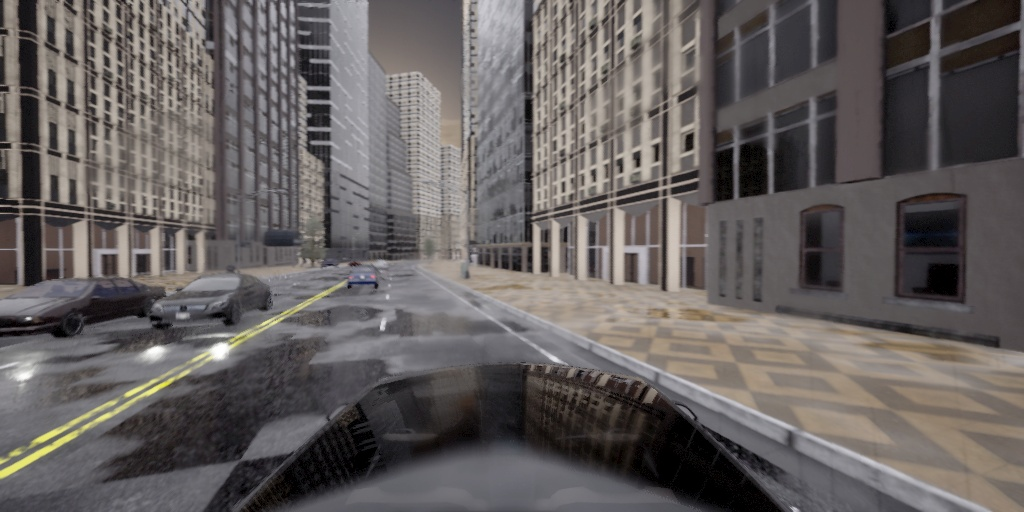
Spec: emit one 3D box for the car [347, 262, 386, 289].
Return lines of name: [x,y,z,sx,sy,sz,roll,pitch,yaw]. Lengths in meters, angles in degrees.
car: [-9.702,1.317,23.770,2.033,1.411,5.357,0,0,-18]

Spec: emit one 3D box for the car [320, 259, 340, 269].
car: [-24.975,1.062,49.257,1.895,1.301,4.718,0,0,-18]

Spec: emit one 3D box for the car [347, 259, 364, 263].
car: [-21.885,1.008,50.266,1.895,1.301,4.718,0,0,-18]

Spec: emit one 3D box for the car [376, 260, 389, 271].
car: [-18.398,1.308,50.402,1.812,1.442,4.674,0,0,-18]

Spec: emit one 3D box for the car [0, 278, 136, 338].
car: [-12.347,1.343,10.286,2.033,1.411,5.357,0,0,-18]

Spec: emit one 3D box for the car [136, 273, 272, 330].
car: [-9.361,1.307,11.627,1.812,1.442,4.674,0,0,-18]
